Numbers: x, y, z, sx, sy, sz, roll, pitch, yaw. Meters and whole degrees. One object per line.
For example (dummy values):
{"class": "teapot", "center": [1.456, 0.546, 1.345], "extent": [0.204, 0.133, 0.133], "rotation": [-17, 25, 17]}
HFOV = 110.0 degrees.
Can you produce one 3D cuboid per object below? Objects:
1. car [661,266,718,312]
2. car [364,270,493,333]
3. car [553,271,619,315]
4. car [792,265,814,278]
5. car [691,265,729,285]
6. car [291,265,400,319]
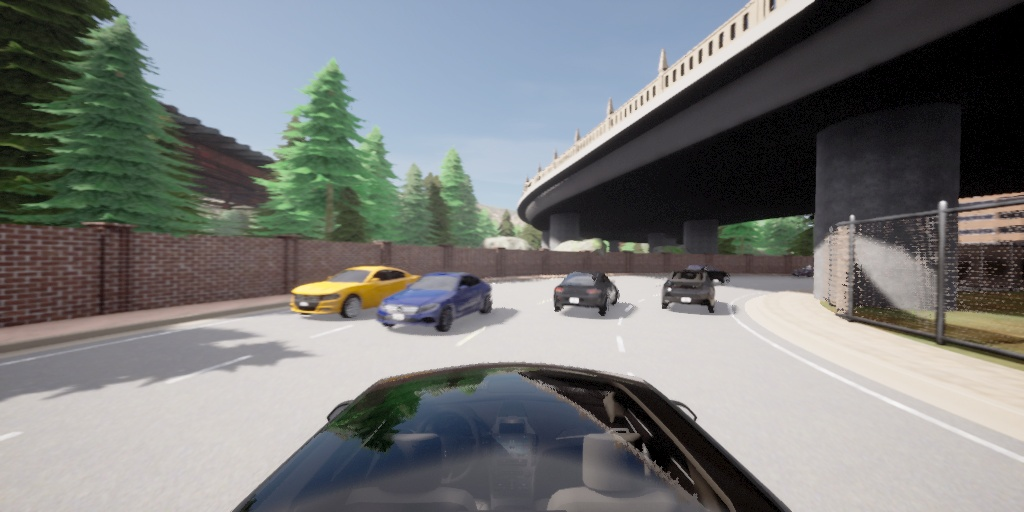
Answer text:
{"class": "car", "center": [7.470, 1.351, 15.098], "extent": [1.837, 1.490, 4.892], "rotation": [0, 0, 29]}
{"class": "car", "center": [-2.024, 1.210, 10.839], "extent": [1.812, 1.442, 4.674], "rotation": [1, 0, 18]}
{"class": "car", "center": [2.917, 1.292, 13.788], "extent": [1.812, 1.442, 4.674], "rotation": [1, 0, 23]}
{"class": "car", "center": [34.838, 1.792, 41.383], "extent": [4.674, 1.442, 1.812], "rotation": [1, 0, -10]}
{"class": "car", "center": [14.801, 1.433, 27.566], "extent": [4.902, 1.511, 2.128], "rotation": [1, 0, -34]}
{"class": "car", "center": [-5.097, 1.100, 12.537], "extent": [1.882, 1.535, 5.008], "rotation": [1, 0, 19]}
